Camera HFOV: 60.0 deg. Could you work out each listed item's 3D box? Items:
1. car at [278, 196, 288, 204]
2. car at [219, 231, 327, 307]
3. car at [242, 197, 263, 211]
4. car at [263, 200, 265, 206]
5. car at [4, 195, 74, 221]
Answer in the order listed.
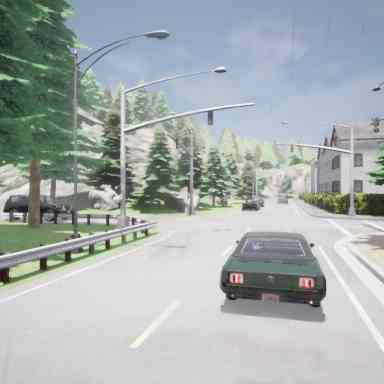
[{"bbox_3d":[17.362,1.547,63.527,2.033,1.411,5.357,0,0,16],"label":"car"},{"bbox_3d":[1.986,1.601,8.067,1.895,1.301,4.718,0,0,15],"label":"car"},{"bbox_3d":[7.332,1.601,41.207,1.895,1.301,4.718,0,0,16],"label":"car"},{"bbox_3d":[10.072,1.491,51.024,2.128,1.511,4.902,0,0,16],"label":"car"},{"bbox_3d":[-12.368,1.237,26.911,5.566,2.045,2.150,0,0,15],"label":"car"}]
